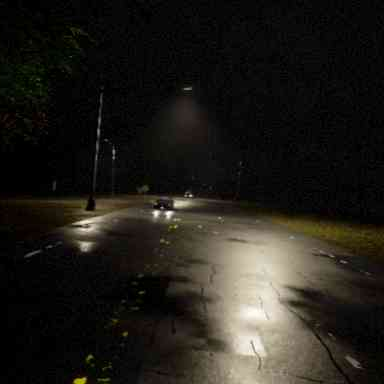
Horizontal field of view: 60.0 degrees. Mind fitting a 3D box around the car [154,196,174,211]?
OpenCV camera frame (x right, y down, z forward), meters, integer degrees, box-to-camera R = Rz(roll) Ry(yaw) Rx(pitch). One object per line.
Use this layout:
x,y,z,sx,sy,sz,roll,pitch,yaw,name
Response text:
-2.773,1.099,34.202,2.033,1.411,5.357,5,0,0,car
